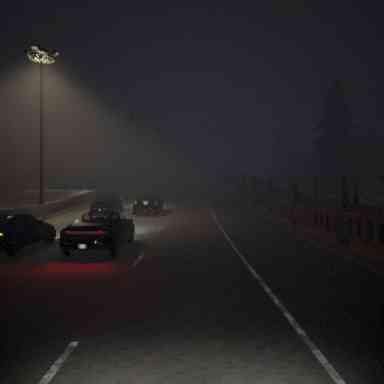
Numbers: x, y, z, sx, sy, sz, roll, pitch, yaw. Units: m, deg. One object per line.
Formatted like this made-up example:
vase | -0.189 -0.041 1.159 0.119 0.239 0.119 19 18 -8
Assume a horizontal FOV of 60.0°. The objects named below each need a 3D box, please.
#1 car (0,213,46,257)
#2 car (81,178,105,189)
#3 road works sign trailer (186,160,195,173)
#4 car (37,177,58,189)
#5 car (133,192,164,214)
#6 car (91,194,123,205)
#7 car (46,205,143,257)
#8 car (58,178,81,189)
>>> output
car | -6.970 1.515 12.854 1.812 1.442 4.674 0 0 0
car | -14.311 -1.362 49.681 2.128 1.511 4.902 0 7 0
road works sign trailer | -0.382 -6.822 89.770 2.380 3.560 2.880 0 5 3
car | -21.307 -1.351 49.659 1.837 1.490 4.892 0 7 0
car | -3.550 0.762 27.543 2.097 1.767 4.553 0 4 0
car | -7.049 0.900 27.811 1.837 1.490 4.892 0 4 0
car | -3.470 1.479 12.949 2.128 1.511 4.902 0 1 0
car | -17.808 -1.330 49.685 1.812 1.442 4.674 0 7 0
